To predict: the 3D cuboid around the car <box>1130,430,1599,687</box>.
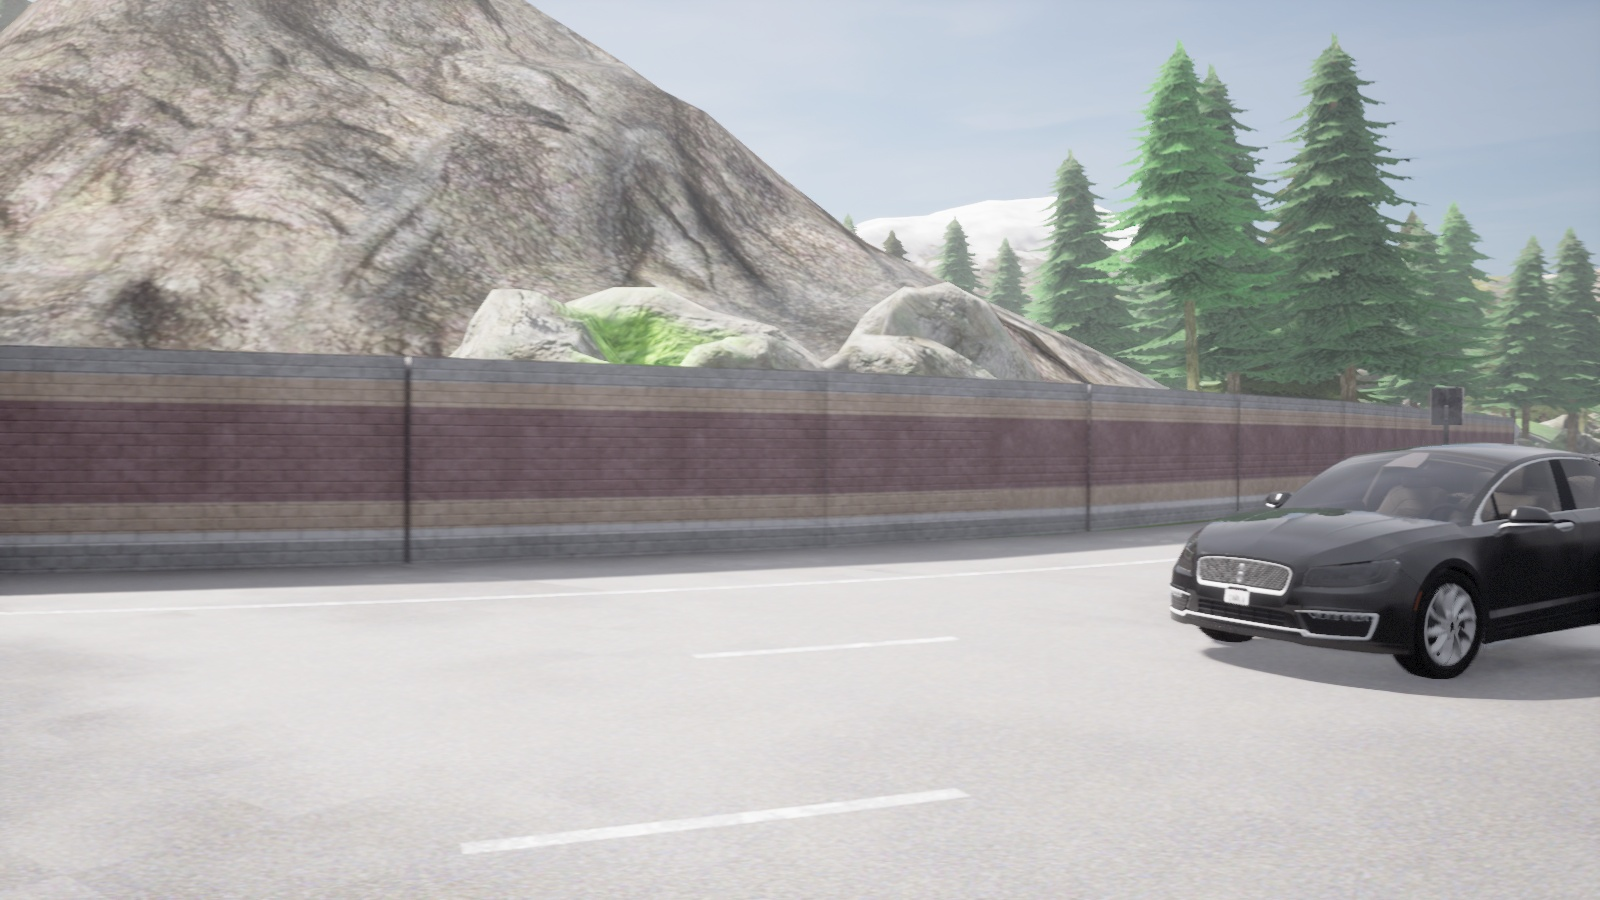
[{"bbox_3d":[4.940,0.614,9.585,4.892,1.490,1.837,-1,1,-32],"label":"car"}]
